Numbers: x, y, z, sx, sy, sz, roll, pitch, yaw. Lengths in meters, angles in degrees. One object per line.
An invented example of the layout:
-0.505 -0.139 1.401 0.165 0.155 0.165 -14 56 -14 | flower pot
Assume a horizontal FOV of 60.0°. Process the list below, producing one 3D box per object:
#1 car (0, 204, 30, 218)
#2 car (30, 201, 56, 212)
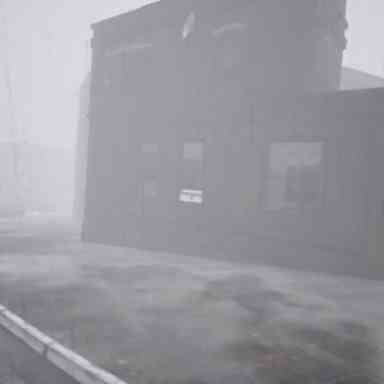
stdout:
-19.742 2.039 36.001 1.994 1.385 4.181 4 -2 -5 | car
-22.468 2.131 50.028 1.837 1.490 4.892 4 -1 11 | car
